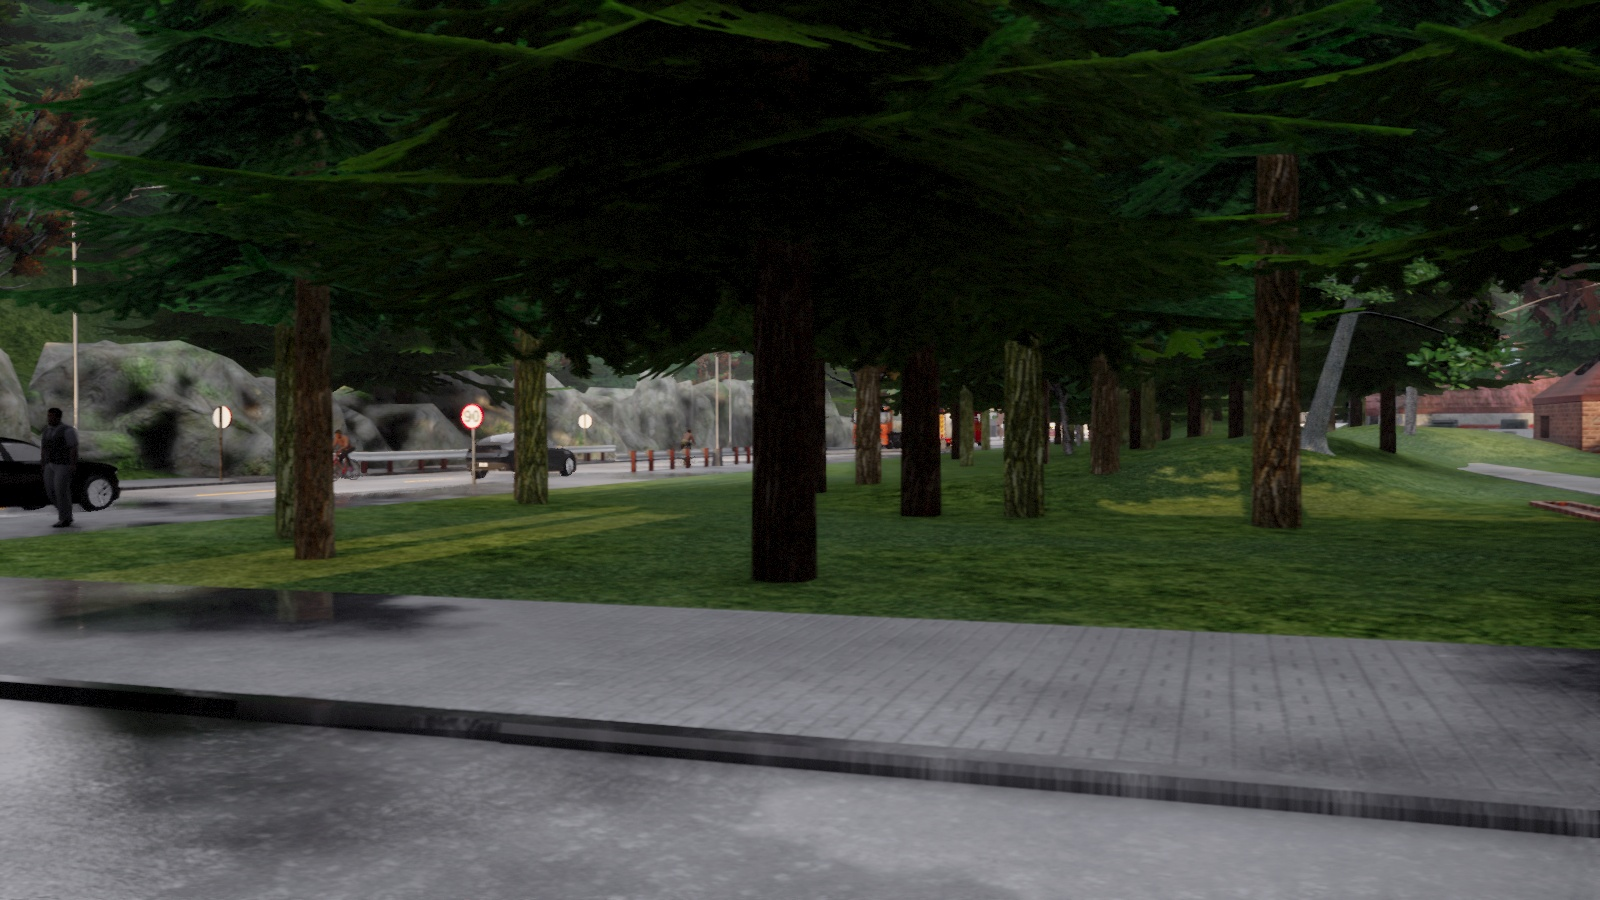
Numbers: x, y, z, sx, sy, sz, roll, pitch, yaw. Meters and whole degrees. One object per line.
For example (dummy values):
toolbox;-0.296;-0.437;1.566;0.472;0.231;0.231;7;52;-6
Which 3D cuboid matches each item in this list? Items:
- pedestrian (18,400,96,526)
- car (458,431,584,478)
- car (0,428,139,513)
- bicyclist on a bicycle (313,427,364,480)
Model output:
pedestrian;-11.343;0.182;19.192;0.563;1.883;0.849;1;1;18
car;-9.207;0.119;41.907;1.837;1.490;4.892;1;1;18
car;-15.256;0.362;23.695;1.882;1.535;5.008;1;1;18
bicyclist on a bicycle;-14.352;0.093;39.080;0.582;1.620;1.656;1;1;18
